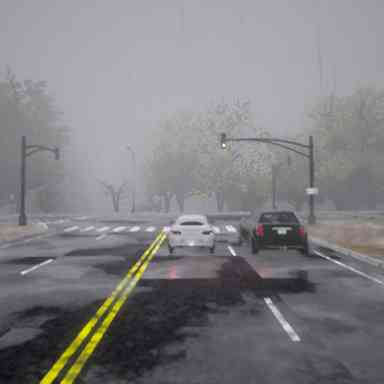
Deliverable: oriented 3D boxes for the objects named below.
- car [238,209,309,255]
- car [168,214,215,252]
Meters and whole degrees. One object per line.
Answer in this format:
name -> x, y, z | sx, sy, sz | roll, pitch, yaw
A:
car -> 3.241, 1.485, 14.091 | 2.097, 1.767, 4.553 | 0, -1, 0
car -> -0.007, 1.664, 14.406 | 1.812, 1.442, 4.674 | 0, 0, 0
